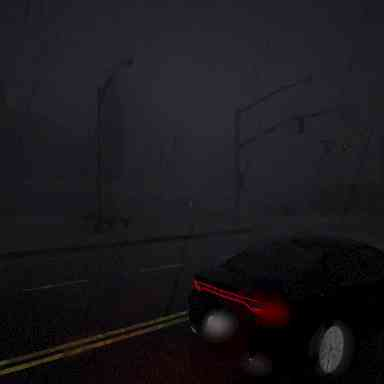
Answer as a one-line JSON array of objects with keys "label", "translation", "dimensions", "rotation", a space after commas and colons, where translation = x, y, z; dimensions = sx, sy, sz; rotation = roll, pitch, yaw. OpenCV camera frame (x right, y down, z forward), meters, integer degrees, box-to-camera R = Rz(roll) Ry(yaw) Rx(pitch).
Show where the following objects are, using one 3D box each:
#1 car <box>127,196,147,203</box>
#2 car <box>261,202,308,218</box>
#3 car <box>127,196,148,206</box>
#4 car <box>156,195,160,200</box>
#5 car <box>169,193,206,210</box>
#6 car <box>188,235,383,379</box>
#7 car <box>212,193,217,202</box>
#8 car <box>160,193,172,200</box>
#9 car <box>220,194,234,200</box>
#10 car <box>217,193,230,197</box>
[{"label": "car", "translation": [-11.669, 1.540, 70.554], "dimensions": [2.033, 1.411, 5.357], "rotation": [0, 0, -35]}, {"label": "car", "translation": [8.231, 1.563, 29.806], "dimensions": [1.994, 1.385, 4.181], "rotation": [0, 0, -35]}, {"label": "car", "translation": [-8.981, 1.492, 54.400], "dimensions": [2.128, 1.511, 4.902], "rotation": [0, 0, -35]}, {"label": "car", "translation": [-7.324, 1.153, 89.207], "dimensions": [4.605, 1.855, 1.932], "rotation": [0, 0, -37]}, {"label": "car", "translation": [-0.521, 1.351, 42.292], "dimensions": [2.097, 1.767, 4.553], "rotation": [0, 0, -35]}, {"label": "car", "translation": [2.261, 1.478, 5.619], "dimensions": [5.008, 1.535, 1.882], "rotation": [0, 0, -37]}, {"label": "car", "translation": [6.059, 1.156, 71.098], "dimensions": [3.866, 1.878, 1.905], "rotation": [0, 0, -37]}, {"label": "car", "translation": [-5.646, 1.156, 86.848], "dimensions": [3.866, 1.878, 1.905], "rotation": [0, 0, -37]}, {"label": "car", "translation": [10.003, 1.395, 95.066], "dimensions": [3.806, 1.475, 1.970], "rotation": [0, 0, -37]}, {"label": "car", "translation": [7.773, 1.395, 68.764], "dimensions": [3.806, 1.475, 1.970], "rotation": [0, 0, -37]}]
